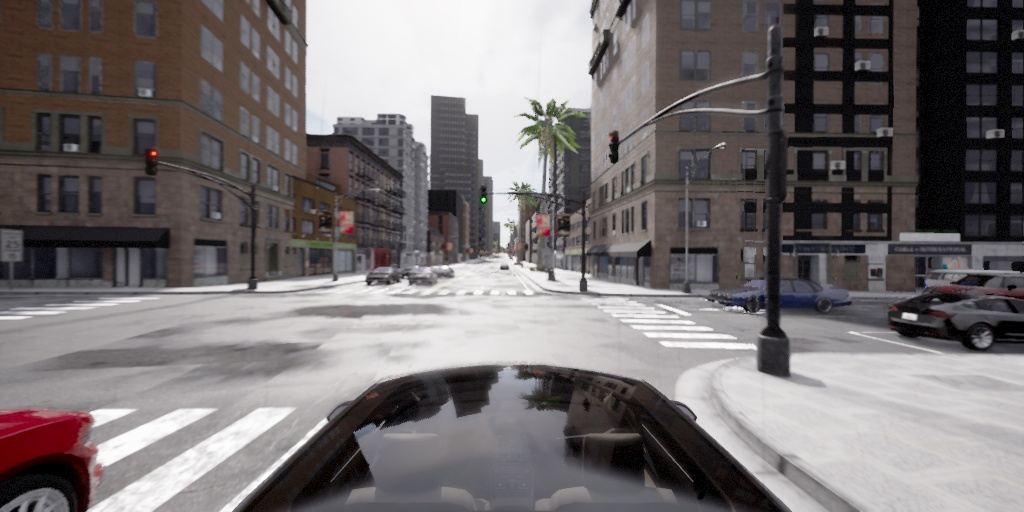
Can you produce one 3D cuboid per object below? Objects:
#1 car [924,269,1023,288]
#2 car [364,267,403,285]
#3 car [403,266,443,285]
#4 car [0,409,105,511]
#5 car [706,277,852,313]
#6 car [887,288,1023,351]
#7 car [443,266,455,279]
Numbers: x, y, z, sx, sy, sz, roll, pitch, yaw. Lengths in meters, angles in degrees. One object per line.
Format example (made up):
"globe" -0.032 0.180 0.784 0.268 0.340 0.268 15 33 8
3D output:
"car" 20.991 1.578 15.746 4.553 1.767 2.097 1 0 -1
"car" -10.513 1.597 29.796 2.033 1.411 5.357 0 -1 -4
"car" -7.249 1.616 29.843 2.033 1.411 5.357 0 -1 -5
"car" -3.502 1.191 0.309 1.882 1.535 5.008 0 -1 -7
"car" 11.522 1.645 15.607 5.357 1.411 2.033 1 0 -1
"car" 12.756 1.688 9.667 4.313 1.339 1.948 0 0 -1
"car" -7.409 1.747 39.081 1.994 1.385 4.181 0 -1 0
